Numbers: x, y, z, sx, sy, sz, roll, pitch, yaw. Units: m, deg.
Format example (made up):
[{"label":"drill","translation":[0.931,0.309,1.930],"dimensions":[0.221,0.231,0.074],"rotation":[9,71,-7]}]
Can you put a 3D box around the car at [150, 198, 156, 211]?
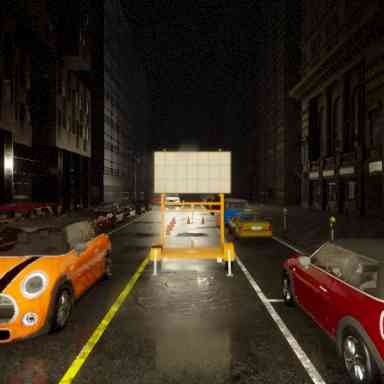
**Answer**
[{"label":"car","translation":[-5.700,1.571,38.869],"dimensions":[1.947,1.339,4.313],"rotation":[0,0,0]}]

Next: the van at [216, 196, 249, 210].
[{"label":"van","translation":[2.795,1.341,22.062],"dimensions":[1.690,1.788,3.998],"rotation":[0,0,0]}]

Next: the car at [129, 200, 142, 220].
[{"label":"car","translation":[-5.720,1.552,27.665],"dimensions":[2.008,1.369,4.403],"rotation":[0,0,0]}]

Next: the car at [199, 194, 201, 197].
[{"label":"car","translation":[2.873,1.464,66.875],"dimensions":[1.967,1.590,4.097],"rotation":[0,0,0]}]

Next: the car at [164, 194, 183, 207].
[{"label":"car","translation":[-3.011,1.237,50.795],"dimensions":[2.150,2.045,5.566],"rotation":[0,0,0]}]

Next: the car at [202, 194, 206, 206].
[{"label":"car","translation":[2.833,1.324,44.469],"dimensions":[2.192,1.841,5.009],"rotation":[0,0,0]}]

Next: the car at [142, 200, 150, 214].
[{"label":"car","translation":[-5.710,1.569,33.267],"dimensions":[1.947,1.339,4.313],"rotation":[0,0,0]}]

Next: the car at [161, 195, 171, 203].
[{"label":"car","translation":[-5.643,1.467,72.482],"dimensions":[1.967,1.590,4.097],"rotation":[0,0,0]}]

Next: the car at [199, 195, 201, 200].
[{"label":"car","translation":[2.863,1.586,61.274],"dimensions":[1.947,1.339,4.313],"rotation":[0,0,0]}]

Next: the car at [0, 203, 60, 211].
[{"label":"car","translation":[-5.749,1.314,10.859],"dimensions":[2.192,1.841,5.009],"rotation":[0,0,0]}]

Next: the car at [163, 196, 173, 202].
[{"label":"car","translation":[-5.633,1.576,78.084],"dimensions":[1.887,1.381,4.507],"rotation":[0,0,0]}]

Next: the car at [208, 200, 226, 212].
[{"label":"car","translation":[2.825,1.588,38.867],"dimensions":[1.802,1.307,4.206],"rotation":[0,0,0]}]

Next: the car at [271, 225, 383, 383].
[{"label":"car","translation":[2.766,1.440,5.256],"dimensions":[1.967,1.590,4.097],"rotation":[0,0,0]}]

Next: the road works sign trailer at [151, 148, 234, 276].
[{"label":"road works sign trailer","translation":[0.015,0.464,10.305],"dimensions":[2.380,3.560,2.880],"rotation":[0,0,0]}]

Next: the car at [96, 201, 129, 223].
[{"label":"car","translation":[-5.730,1.440,22.063],"dimensions":[1.967,1.590,4.097],"rotation":[0,0,0]}]

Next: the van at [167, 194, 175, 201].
[{"label":"van","translation":[-5.614,1.380,89.289],"dimensions":[1.690,1.788,3.998],"rotation":[0,0,0]}]

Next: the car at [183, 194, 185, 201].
[{"label":"car","translation":[-2.846,1.604,90.311],"dimensions":[1.994,1.385,4.181],"rotation":[0,0,0]}]

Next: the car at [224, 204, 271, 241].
[{"label":"car","translation":[2.786,1.525,16.631],"dimensions":[1.752,1.417,4.829],"rotation":[0,0,0]}]

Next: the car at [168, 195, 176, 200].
[{"label":"car","translation":[-5.604,1.588,94.891],"dimensions":[1.887,1.381,4.507],"rotation":[0,0,0]}]

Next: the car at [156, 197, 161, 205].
[{"label":"car","translation":[-5.672,1.560,55.676],"dimensions":[1.887,1.381,4.507],"rotation":[0,0,0]}]

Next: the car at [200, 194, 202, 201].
[{"label":"car","translation":[2.853,1.456,55.672],"dimensions":[1.967,1.590,4.097],"rotation":[0,0,0]}]

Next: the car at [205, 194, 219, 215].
[{"label":"car","translation":[2.814,1.318,33.265],"dimensions":[2.192,1.841,5.009],"rotation":[0,0,0]}]

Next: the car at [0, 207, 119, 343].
[{"label":"car","translation":[-3.091,1.351,6.748],"dimensions":[2.097,1.767,4.553],"rotation":[0,0,0]}]
